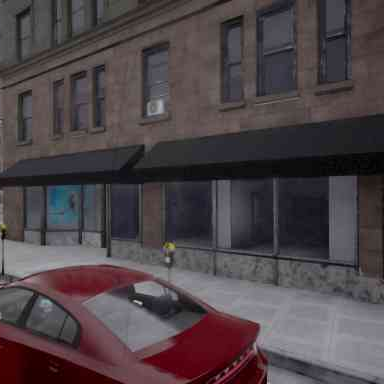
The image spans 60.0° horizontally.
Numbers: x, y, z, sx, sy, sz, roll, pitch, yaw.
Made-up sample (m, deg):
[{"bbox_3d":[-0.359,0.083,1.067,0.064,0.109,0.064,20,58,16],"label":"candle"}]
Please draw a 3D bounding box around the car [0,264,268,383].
[{"bbox_3d":[-1.396,1.545,3.861,4.507,1.381,1.887,0,0,36],"label":"car"}]
